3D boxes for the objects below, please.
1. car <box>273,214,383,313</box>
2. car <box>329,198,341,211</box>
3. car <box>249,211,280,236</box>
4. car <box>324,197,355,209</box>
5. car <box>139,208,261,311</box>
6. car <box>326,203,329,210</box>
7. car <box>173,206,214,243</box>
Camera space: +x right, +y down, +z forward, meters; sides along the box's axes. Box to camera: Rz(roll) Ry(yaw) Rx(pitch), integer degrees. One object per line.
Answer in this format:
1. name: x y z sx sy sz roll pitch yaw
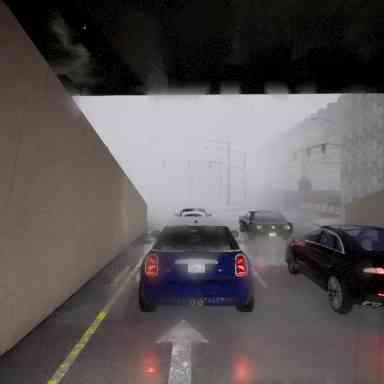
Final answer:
1. car: 3.581 1.492 7.644 2.128 1.511 4.902 0 0 0
2. car: 17.406 1.453 34.753 2.038 1.542 4.974 0 0 -35
3. car: 3.587 1.601 16.970 1.895 1.301 4.718 0 0 0
4. car: 17.543 1.295 39.397 1.853 1.218 4.536 0 0 45
5. car: 0.082 1.352 7.910 2.097 1.767 4.553 0 0 0
6. car: 17.507 1.453 39.360 2.038 1.542 4.974 0 0 45
7. car: 0.065 1.526 16.961 1.812 1.442 4.674 0 0 0
